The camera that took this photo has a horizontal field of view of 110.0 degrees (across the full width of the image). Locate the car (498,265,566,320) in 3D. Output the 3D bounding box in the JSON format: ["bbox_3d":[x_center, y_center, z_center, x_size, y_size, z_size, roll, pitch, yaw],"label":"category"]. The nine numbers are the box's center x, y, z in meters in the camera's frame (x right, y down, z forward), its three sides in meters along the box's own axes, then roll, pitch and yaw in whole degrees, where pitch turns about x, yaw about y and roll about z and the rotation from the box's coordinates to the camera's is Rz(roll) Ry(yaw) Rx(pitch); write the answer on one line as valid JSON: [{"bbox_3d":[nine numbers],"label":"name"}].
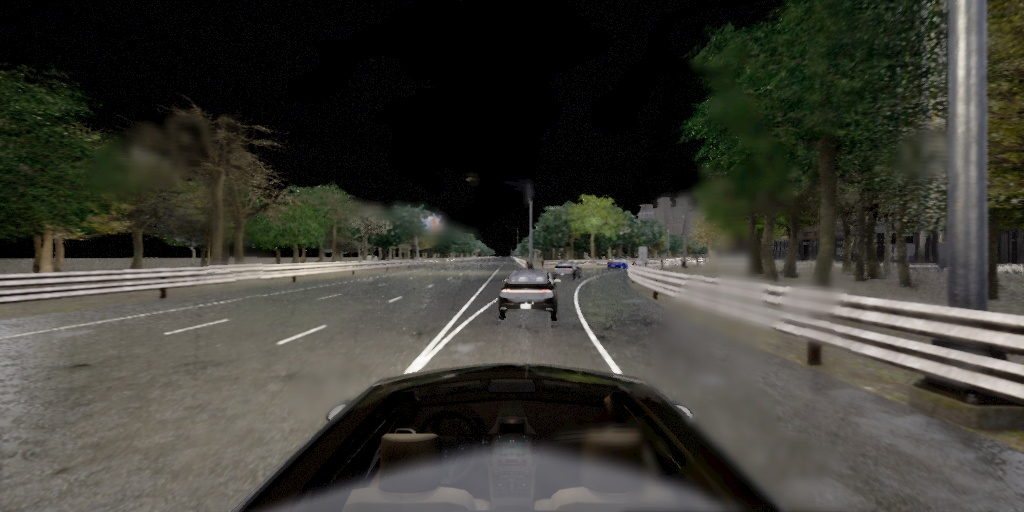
[{"bbox_3d":[0.697,1.232,12.684,2.128,1.511,4.902,0,0,7],"label":"car"}]

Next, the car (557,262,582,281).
[{"bbox_3d":[4.721,1.218,30.194,2.128,1.511,4.902,0,0,19],"label":"car"}]

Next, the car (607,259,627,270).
[{"bbox_3d":[15.054,1.174,50.664,1.882,1.535,5.008,0,0,34],"label":"car"}]
